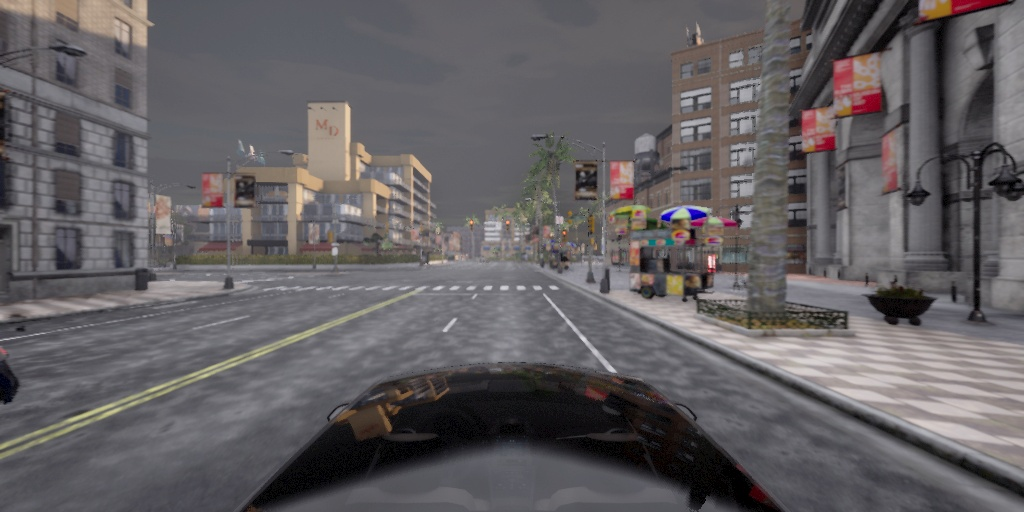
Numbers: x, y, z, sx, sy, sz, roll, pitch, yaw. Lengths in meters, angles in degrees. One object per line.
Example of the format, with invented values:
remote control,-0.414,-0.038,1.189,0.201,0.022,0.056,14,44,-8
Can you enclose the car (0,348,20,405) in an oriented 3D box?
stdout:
car,-7.083,1.332,2.616,1.994,1.385,4.181,0,0,0
